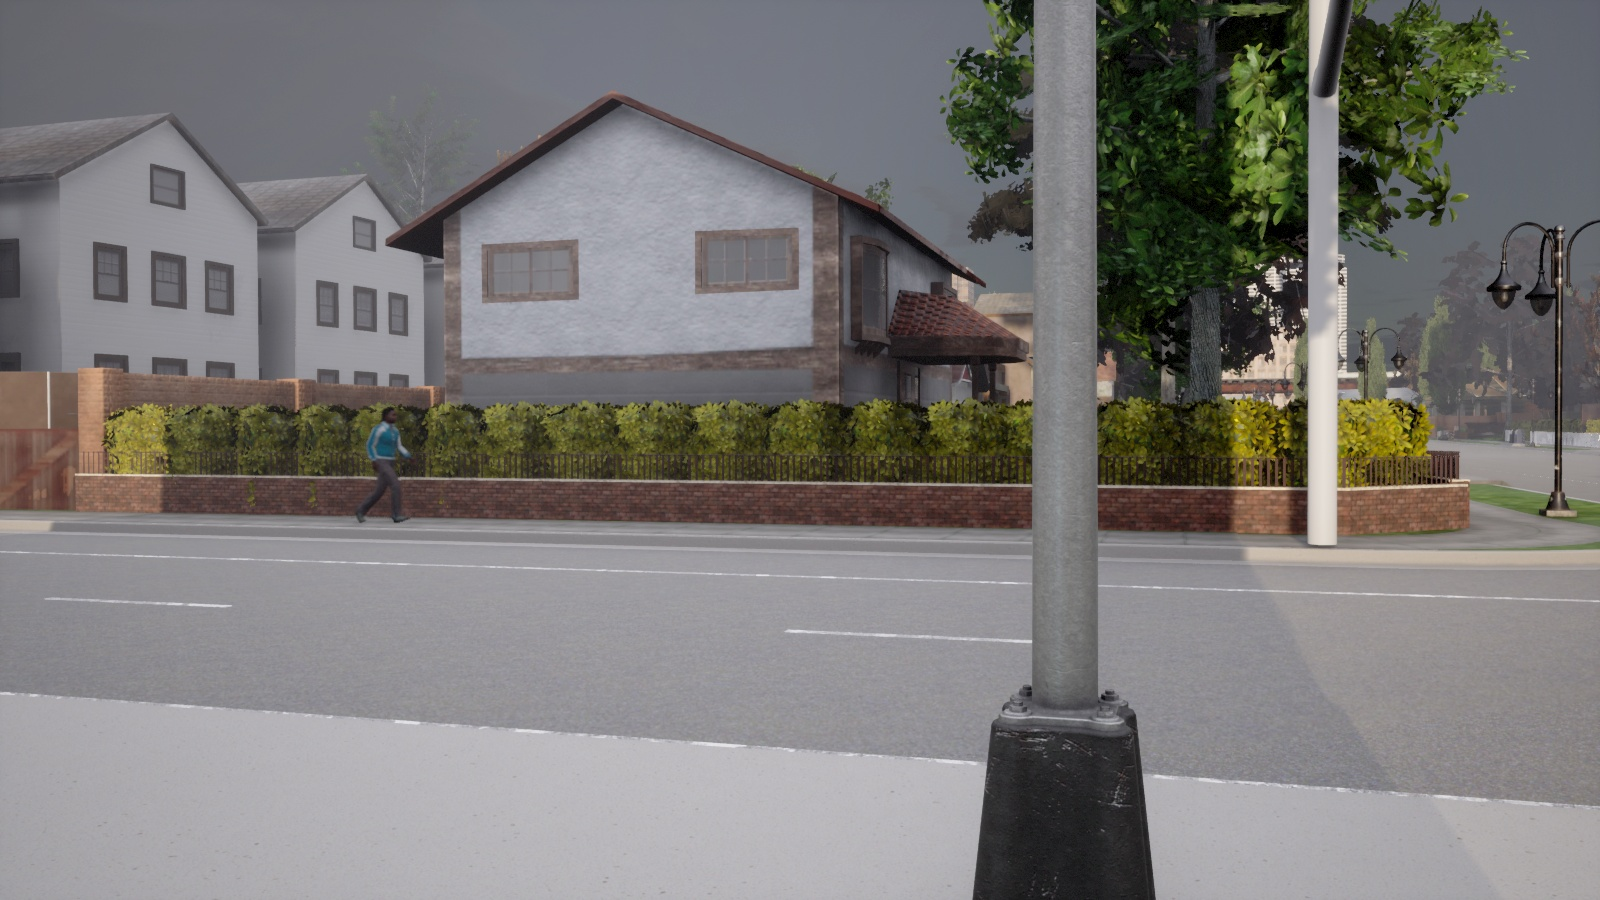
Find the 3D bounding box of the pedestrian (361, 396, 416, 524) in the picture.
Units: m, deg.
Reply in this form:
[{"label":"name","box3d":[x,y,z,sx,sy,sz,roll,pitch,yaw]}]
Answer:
[{"label":"pedestrian","box3d":[-6.309,0.150,19.254,0.692,1.930,0.396,0,1,16]}]
